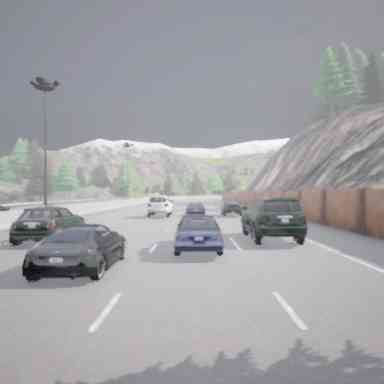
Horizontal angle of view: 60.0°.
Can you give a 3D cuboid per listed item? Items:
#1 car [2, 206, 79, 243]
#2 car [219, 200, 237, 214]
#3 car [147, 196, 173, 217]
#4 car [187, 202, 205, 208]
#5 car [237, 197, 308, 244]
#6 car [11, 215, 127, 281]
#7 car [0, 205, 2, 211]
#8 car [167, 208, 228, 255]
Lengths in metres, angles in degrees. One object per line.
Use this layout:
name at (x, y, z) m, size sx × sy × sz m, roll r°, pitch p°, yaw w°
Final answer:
car at (-6.737, 1.479, 16.131) m, size 2.097 × 1.767 × 4.553 m, roll -1°, pitch 0°, yaw 0°
car at (3.886, 1.608, 33.543) m, size 1.837 × 1.490 × 4.892 m, roll -1°, pitch 0°, yaw 0°
car at (-3.119, 1.385, 33.033) m, size 2.150 × 2.045 × 5.566 m, roll -1°, pitch 0°, yaw 0°
car at (0.391, 1.701, 34.239) m, size 1.994 × 1.385 × 4.181 m, roll -1°, pitch 0°, yaw 0°
car at (3.763, 1.254, 16.036) m, size 2.150 × 2.045 × 5.566 m, roll -1°, pitch 0°, yaw 0°
car at (-3.282, 1.635, 10.080) m, size 1.994 × 1.385 × 4.181 m, roll -1°, pitch 0°, yaw 1°
car at (-17.349, 1.747, 27.851) m, size 1.882 × 1.535 × 5.008 m, roll -1°, pitch 0°, yaw 0°
car at (0.249, 1.601, 13.513) m, size 2.033 × 1.411 × 5.357 m, roll -1°, pitch 0°, yaw 0°
